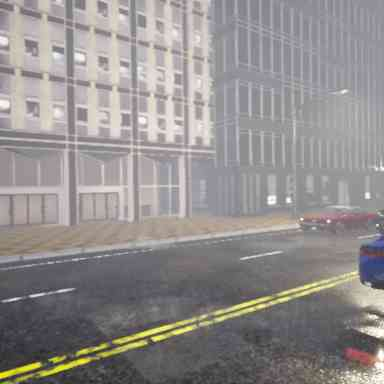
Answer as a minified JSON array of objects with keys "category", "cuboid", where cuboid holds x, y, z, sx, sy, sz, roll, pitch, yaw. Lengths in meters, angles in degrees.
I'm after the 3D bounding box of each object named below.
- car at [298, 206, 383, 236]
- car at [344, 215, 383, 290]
[{"category":"car","cuboid":[7.597,1.394,17.093,4.718,1.301,1.895,-1,1,-35]},{"category":"car","cuboid":[5.790,1.361,7.571,5.008,1.535,1.882,-1,1,-36]}]
